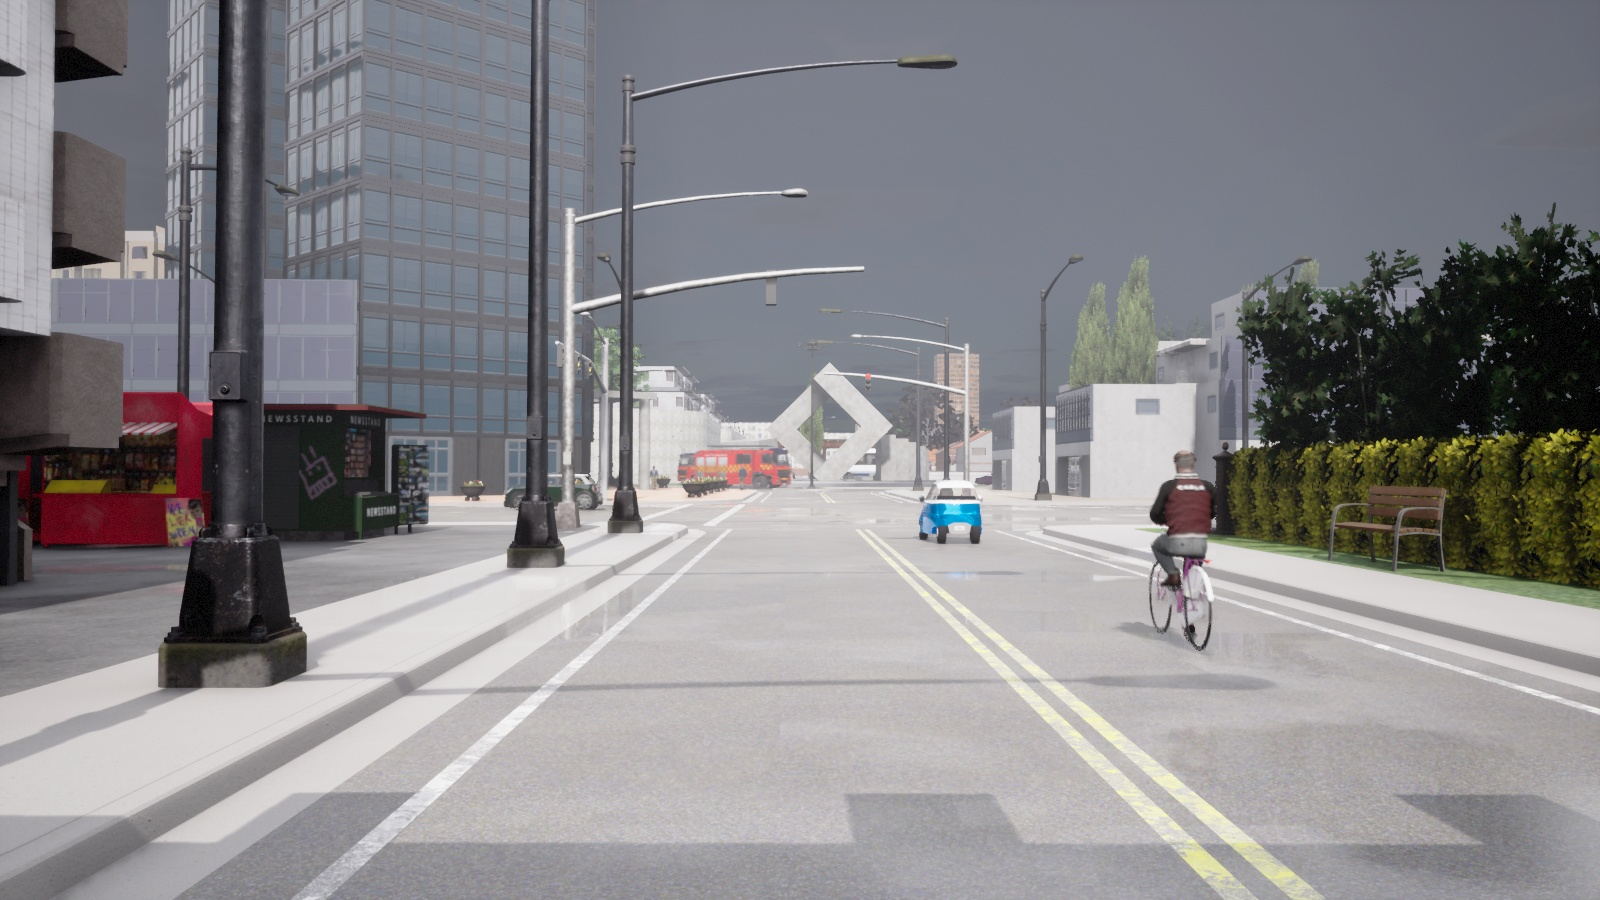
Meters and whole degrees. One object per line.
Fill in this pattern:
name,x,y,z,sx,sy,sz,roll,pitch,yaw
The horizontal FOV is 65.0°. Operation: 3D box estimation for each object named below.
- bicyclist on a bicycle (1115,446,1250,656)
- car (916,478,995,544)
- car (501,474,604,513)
bicyclist on a bicycle,3.470,0.865,11.553,0.659,1.776,1.843,0,-1,0
car,3.429,1.324,27.981,1.481,1.376,2.207,0,-1,0
car,-9.995,1.752,50.900,3.806,1.475,1.970,-1,-1,-1
